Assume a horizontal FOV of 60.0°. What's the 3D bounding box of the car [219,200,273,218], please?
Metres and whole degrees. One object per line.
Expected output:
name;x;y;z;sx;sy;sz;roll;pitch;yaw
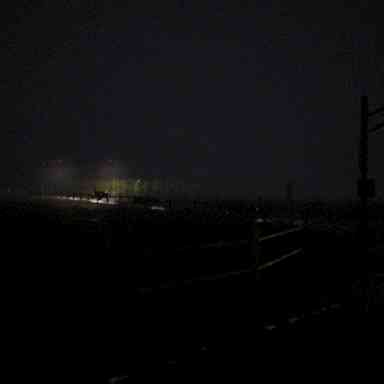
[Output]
car;4.406;1.341;27.724;1.895;1.301;4.718;1;1;-35

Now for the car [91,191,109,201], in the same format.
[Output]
car;-15.510;0.625;55.852;1.837;1.490;4.892;1;1;-35

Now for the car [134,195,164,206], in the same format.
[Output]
car;-5.360;1.037;41.437;1.895;1.301;4.718;1;1;-35
